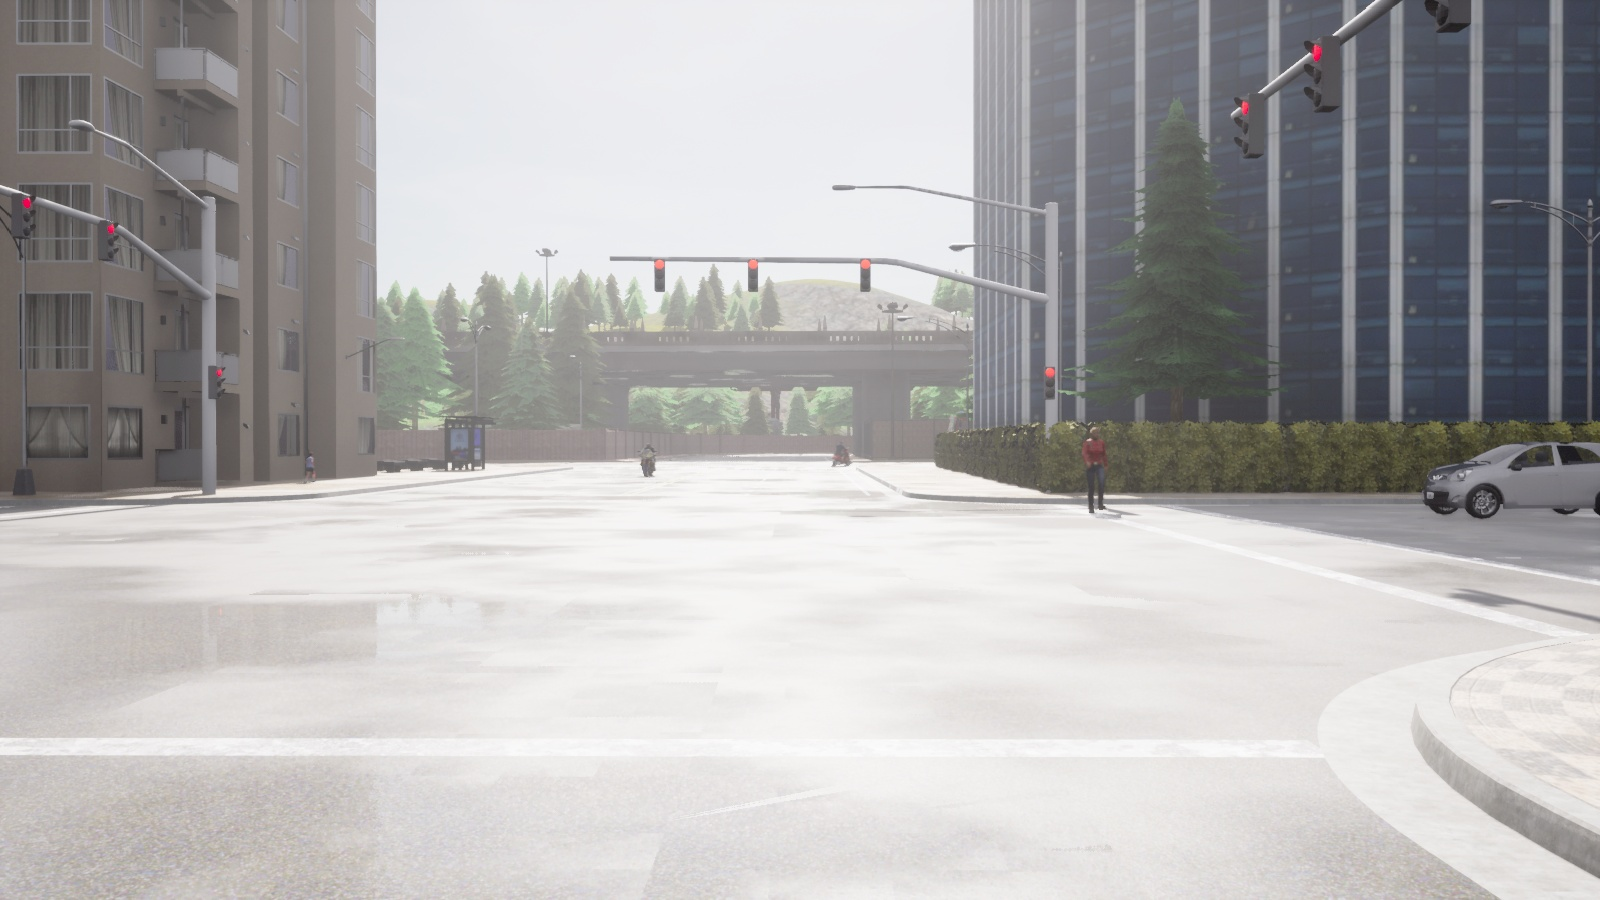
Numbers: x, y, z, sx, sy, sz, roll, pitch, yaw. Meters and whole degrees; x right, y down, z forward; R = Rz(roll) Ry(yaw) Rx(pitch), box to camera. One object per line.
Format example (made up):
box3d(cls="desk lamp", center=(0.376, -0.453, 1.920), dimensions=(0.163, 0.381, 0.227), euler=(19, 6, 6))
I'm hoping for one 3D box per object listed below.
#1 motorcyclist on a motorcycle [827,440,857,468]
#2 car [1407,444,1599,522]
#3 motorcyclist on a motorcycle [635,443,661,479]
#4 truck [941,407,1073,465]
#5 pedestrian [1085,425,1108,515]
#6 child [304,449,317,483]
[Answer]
box3d(cls="motorcyclist on a motorcycle", center=(2.525, 0.226, 75.578), dimensions=(0.866, 1.590, 1.817), euler=(3, 2, 39))
box3d(cls="car", center=(14.359, 0.631, 24.997), dimensions=(3.633, 1.501, 1.845), euler=(0, 0, 0))
box3d(cls="motorcyclist on a motorcycle", center=(-6.681, 0.464, 55.213), dimensions=(0.866, 1.530, 2.191), euler=(0, 0, 0))
box3d(cls="truck", center=(14.019, -0.945, 85.445), dimensions=(8.468, 3.827, 2.891), euler=(0, 0, 0))
box3d(cls="pedestrian", center=(6.114, 0.403, 25.900), dimensions=(0.331, 1.846, 0.636), euler=(0, 0, 1))
box3d(cls="child", center=(-16.314, 0.536, 41.873), dimensions=(0.255, 1.110, 0.394), euler=(0, 0, 7))
